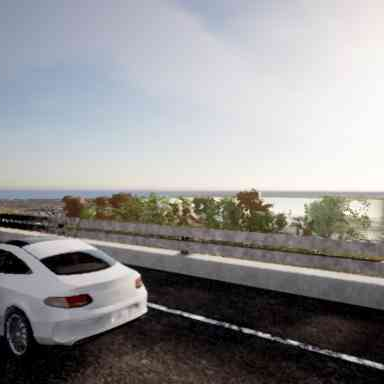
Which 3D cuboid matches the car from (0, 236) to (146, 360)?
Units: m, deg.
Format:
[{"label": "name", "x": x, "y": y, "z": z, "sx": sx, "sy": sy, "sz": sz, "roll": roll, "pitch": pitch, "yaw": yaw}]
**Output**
[{"label": "car", "x": -2.863, "y": 1.527, "z": 5.923, "sx": 4.674, "sy": 1.442, "sz": 1.812, "roll": 0, "pitch": 0, "yaw": 36}]
